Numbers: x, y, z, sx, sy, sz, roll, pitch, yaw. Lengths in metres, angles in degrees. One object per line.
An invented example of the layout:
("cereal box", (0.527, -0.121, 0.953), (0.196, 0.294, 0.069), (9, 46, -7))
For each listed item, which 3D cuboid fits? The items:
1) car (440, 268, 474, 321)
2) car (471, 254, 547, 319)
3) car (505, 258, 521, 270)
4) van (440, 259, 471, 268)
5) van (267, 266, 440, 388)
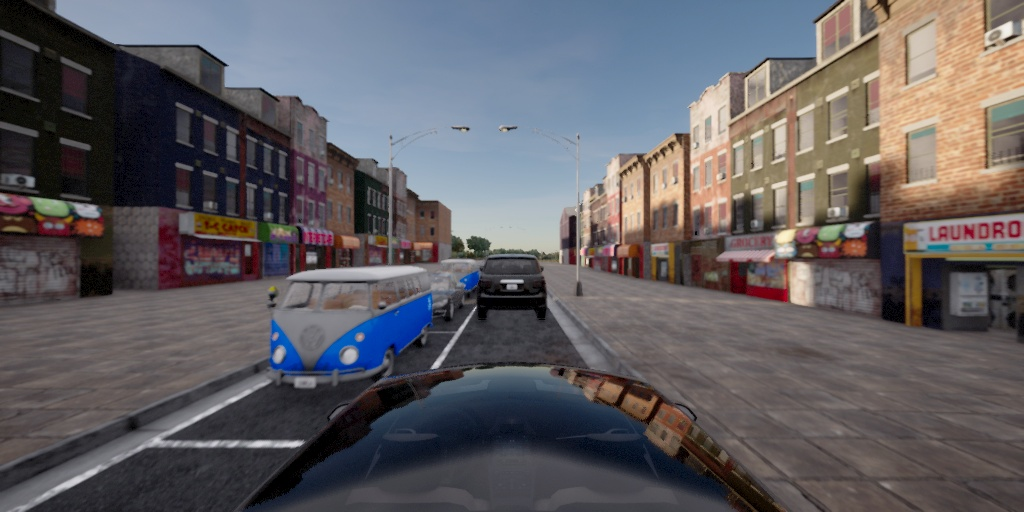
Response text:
("car", (-2.640, 1.284, 12.217), (2.007, 1.370, 4.403), (0, 0, 0))
("car", (-0.006, 0.953, 12.840), (2.150, 2.045, 5.566), (0, 0, 0))
("car", (0.090, 1.024, 46.214), (2.033, 1.411, 5.357), (0, 0, 0))
("van", (-2.642, 1.047, 17.764), (1.690, 1.789, 3.998), (0, 0, 0))
("van", (-2.639, 1.089, 6.669), (1.690, 1.789, 3.998), (0, 0, 0))
